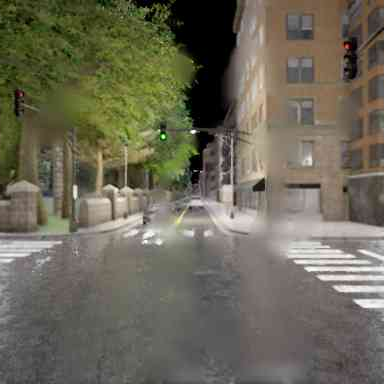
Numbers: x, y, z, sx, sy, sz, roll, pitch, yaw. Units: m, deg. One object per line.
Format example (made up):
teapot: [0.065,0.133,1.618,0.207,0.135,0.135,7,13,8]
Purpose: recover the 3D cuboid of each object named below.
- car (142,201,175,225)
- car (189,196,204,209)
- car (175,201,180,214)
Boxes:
car: [-2.769,1.721,26.445,2.128,1.511,4.902,0,0,0]
car: [0.716,1.637,53.048,2.150,2.045,5.566,0,0,1]
car: [-2.669,1.904,36.527,1.895,1.301,4.718,0,0,1]
